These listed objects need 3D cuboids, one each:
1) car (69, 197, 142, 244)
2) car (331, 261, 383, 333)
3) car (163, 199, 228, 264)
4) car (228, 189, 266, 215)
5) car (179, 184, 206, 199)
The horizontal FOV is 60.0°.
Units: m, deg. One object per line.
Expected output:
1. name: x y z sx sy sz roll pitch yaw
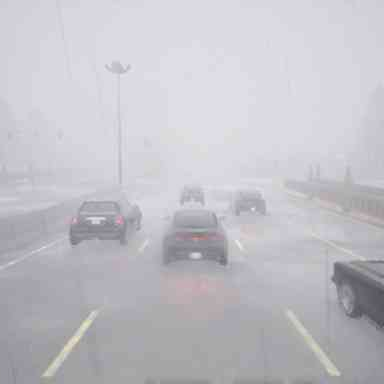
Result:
1. car: -3.416 0.969 13.932 2.097 1.767 4.553 0 3 0
2. car: 3.600 1.571 4.280 1.895 1.301 4.718 0 1 0
3. car: 0.091 1.272 11.026 1.837 1.490 4.892 0 3 0
4. car: 3.546 0.547 21.746 1.837 1.490 4.892 0 5 0
5. car: 0.022 0.099 26.220 1.837 1.490 4.892 0 5 0
